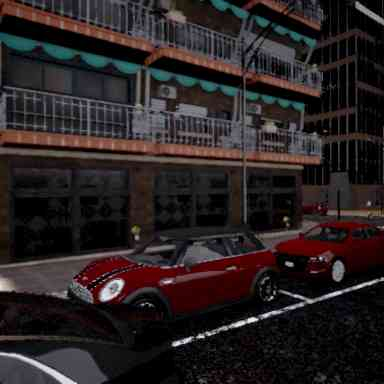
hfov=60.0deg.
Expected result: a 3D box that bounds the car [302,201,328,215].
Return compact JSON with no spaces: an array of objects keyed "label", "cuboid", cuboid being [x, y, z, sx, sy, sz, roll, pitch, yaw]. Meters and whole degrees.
[{"label":"car","cuboid":[13.497,1.799,38.507,1.967,1.590,4.097,-2,0,-36]}]

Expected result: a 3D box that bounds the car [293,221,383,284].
[{"label":"car","cuboid":[4.257,1.558,9.611,4.507,1.381,1.887,0,-1,-36]}]

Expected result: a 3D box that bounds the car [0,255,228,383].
[{"label":"car","cuboid":[-2.284,1.503,1.743,4.892,1.490,1.837,0,0,-35]}]

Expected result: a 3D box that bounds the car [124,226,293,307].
[{"label":"car","cuboid":[-0.240,1.445,6.402,4.097,1.590,1.967,0,-1,-36]}]
